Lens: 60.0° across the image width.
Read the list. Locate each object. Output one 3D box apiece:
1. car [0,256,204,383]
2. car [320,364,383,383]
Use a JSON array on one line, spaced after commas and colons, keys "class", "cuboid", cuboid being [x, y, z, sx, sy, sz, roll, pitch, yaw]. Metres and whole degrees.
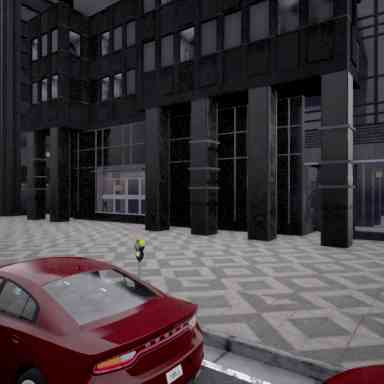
[{"class": "car", "cuboid": [-1.974, 1.545, 4.378, 4.507, 1.381, 1.887, 0, 0, 36]}, {"class": "car", "cuboid": [2.608, 1.545, 1.096, 4.507, 1.381, 1.887, 0, 0, 36]}]
